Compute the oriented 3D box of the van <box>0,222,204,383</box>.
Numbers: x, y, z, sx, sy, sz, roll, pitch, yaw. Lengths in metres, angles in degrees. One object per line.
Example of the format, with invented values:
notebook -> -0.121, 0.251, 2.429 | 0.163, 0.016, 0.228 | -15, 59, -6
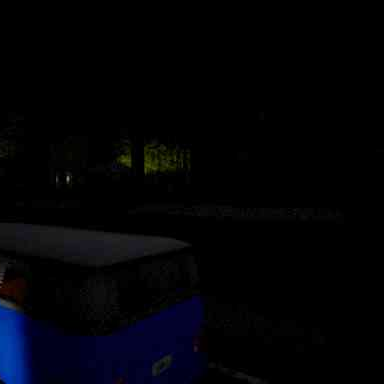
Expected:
van -> -1.780, 1.342, 4.120 | 3.998, 1.788, 1.690 | 0, 0, 35
